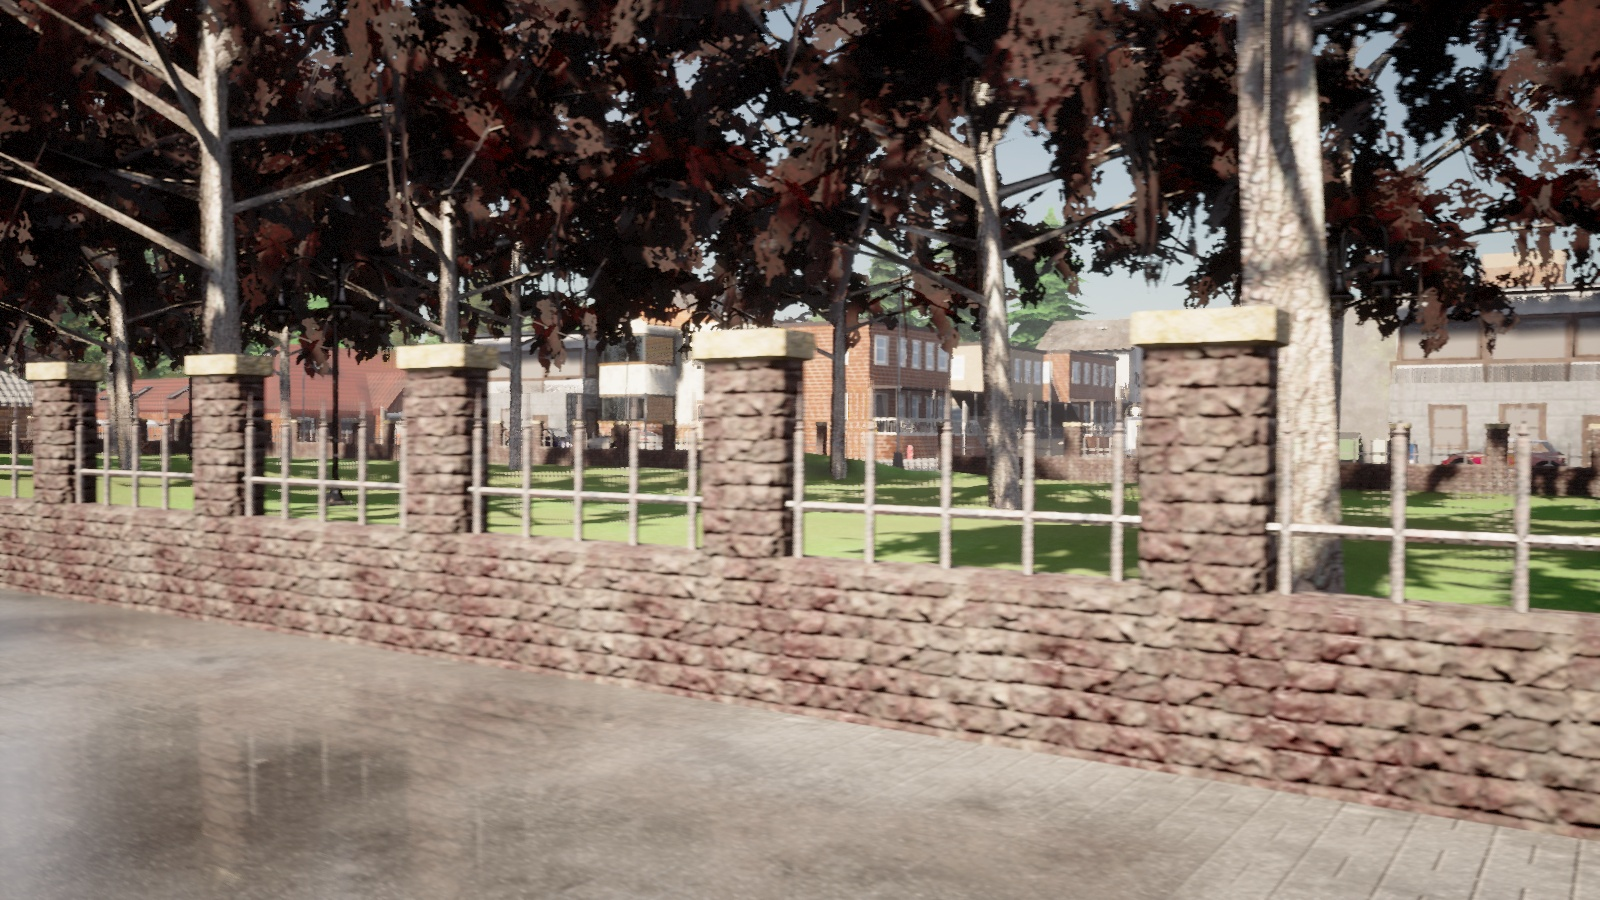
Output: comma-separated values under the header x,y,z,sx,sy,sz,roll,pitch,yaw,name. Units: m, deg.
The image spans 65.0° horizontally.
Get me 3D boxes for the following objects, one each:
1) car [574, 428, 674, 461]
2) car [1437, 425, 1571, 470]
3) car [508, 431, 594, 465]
x,y,z,sx,sy,sz,roll,pitch,yaw,name
-9.051,-0.288,64.529,5.027,1.651,2.152,0,1,37,car
23.923,-0.102,42.683,3.806,1.475,1.970,0,1,34,car
-12.294,-0.104,61.950,3.988,1.617,1.851,0,1,32,car
